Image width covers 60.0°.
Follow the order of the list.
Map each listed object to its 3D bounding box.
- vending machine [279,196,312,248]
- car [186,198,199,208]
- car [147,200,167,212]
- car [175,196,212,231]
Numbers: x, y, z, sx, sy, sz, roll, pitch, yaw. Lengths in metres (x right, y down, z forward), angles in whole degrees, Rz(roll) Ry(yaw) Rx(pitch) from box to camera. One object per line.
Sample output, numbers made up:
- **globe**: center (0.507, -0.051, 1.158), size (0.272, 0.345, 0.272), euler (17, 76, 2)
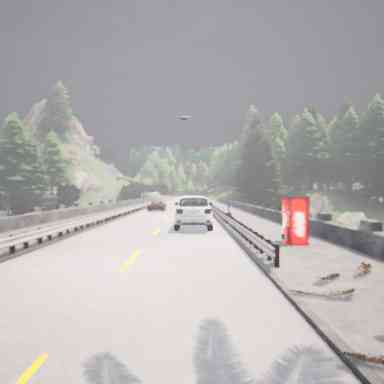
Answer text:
- **vending machine**: center (4.298, 1.212, 13.900), size (1.100, 2.100, 0.880), euler (0, 0, 0)
- **car**: center (0.092, 1.660, 51.791), size (1.895, 1.301, 4.718), euler (0, 0, 0)
- **car**: center (-4.070, 1.645, 38.921), size (1.895, 1.301, 4.718), euler (0, 0, 0)
- **car**: center (0.094, 1.246, 21.057), size (2.150, 2.045, 5.566), euler (0, 0, 0)
